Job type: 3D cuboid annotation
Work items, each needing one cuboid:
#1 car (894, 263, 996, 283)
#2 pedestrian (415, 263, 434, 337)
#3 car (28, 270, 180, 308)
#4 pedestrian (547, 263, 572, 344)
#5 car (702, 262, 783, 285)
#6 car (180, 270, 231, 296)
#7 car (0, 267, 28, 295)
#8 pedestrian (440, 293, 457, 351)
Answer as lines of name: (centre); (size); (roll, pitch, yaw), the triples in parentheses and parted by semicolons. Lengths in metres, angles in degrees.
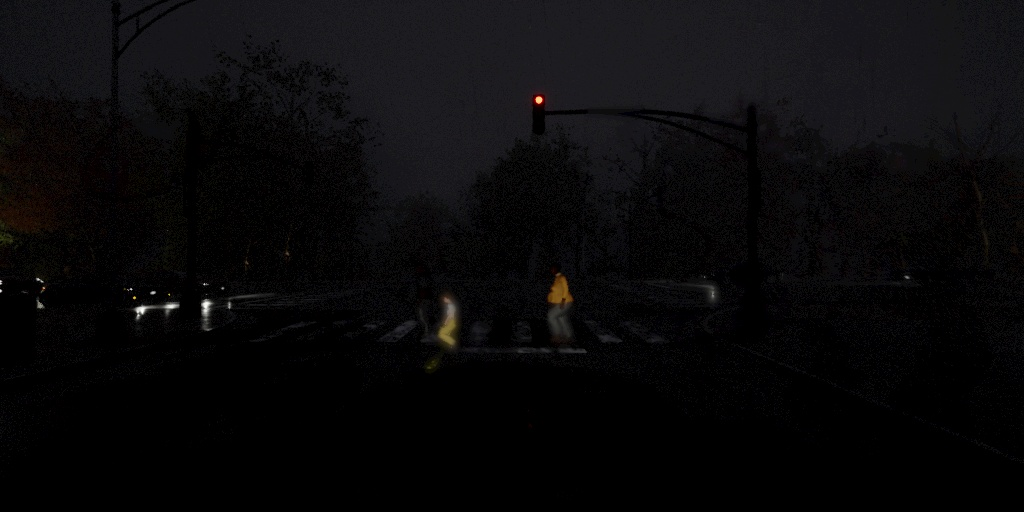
car: (28.558, 1.119, 23.813); (4.718, 1.301, 1.895); (-1, -1, 2)
pedestrian: (-2.143, 1.030, 8.734); (0.375, 1.860, 0.375); (1, -1, 1)
car: (-17.347, 1.415, 15.413); (4.181, 1.385, 1.994); (-1, -1, 2)
pedestrian: (1.068, 1.044, 8.100); (0.375, 1.860, 0.375); (1, -1, 1)
car: (15.494, 1.156, 24.257); (4.892, 1.490, 1.837); (-1, -1, 2)
car: (-17.374, 1.422, 18.671); (4.674, 1.442, 1.812); (-1, -1, 1)
car: (-27.940, 1.357, 19.026); (4.553, 1.767, 2.097); (-1, -1, 2)
pedestrian: (-1.258, 1.325, 7.520); (0.375, 1.300, 0.375); (1, -1, 1)
